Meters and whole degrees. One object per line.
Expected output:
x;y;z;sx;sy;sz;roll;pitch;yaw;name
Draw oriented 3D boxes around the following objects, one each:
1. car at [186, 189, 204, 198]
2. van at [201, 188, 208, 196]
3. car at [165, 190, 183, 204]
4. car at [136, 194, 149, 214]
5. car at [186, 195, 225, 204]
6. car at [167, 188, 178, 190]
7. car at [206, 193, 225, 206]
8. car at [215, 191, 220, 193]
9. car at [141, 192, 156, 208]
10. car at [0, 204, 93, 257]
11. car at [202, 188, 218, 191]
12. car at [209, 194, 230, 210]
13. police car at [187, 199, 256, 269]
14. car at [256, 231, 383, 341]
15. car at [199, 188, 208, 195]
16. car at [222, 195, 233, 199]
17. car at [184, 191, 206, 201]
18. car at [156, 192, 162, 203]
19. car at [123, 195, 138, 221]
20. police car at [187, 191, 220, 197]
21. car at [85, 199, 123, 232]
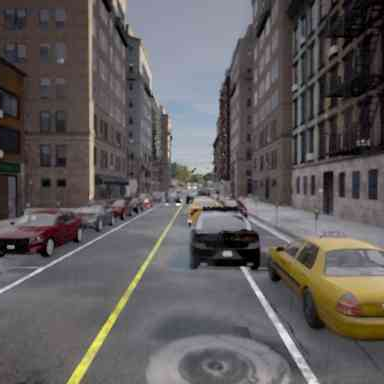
0.184;0.776;43.600;1.882;1.535;5.008;0;1;0;car
3.048;-0.017;84.171;1.690;1.788;3.998;0;1;0;van
-2.604;0.796;45.270;1.812;1.442;4.674;0;1;1;car
-5.265;1.097;29.106;1.947;1.339;4.313;0;1;0;car
0.805;1.151;20.565;1.882;1.535;5.008;0;1;2;car
-5.085;0.045;78.701;2.192;1.841;5.009;0;1;0;car
2.808;0.900;40.435;2.008;1.369;4.403;0;1;0;car
2.760;0.972;29.070;1.967;1.590;4.097;0;1;0;car
-5.241;0.880;34.785;1.967;1.590;4.097;0;1;0;car
-5.338;1.349;12.061;1.887;1.381;4.507;0;1;0;car
2.832;0.572;46.112;2.192;1.841;5.009;0;1;0;car
2.784;0.985;34.753;1.887;1.381;4.507;0;1;0;car
0.869;1.253;10.647;1.930;1.638;5.238;0;1;0;police car
2.664;1.419;6.515;1.752;1.417;4.829;0;1;0;car
3.067;-0.132;89.674;2.192;1.841;5.009;0;1;0;car
2.736;1.168;23.390;1.887;1.381;4.507;0;1;0;car
0.570;0.654;53.987;1.812;1.442;4.674;0;1;23;car
-5.193;0.697;46.148;1.967;1.590;4.097;0;1;0;car
-5.289;1.167;23.424;1.887;1.381;4.507;0;1;0;car
0.821;0.996;26.618;1.930;1.638;5.238;0;1;-2;police car
-5.313;1.264;17.742;2.008;1.369;4.403;0;1;0;car
